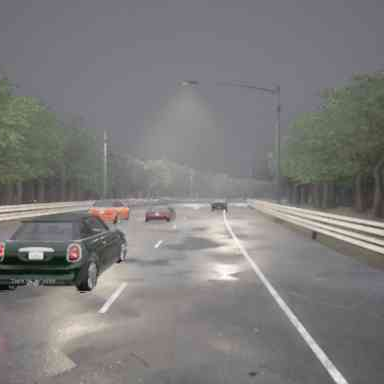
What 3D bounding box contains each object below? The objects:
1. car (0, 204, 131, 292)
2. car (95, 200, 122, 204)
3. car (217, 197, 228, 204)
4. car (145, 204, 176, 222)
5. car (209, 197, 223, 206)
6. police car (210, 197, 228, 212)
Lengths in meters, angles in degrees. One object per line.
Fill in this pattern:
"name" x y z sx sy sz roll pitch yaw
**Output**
"car" -3.239 1.362 9.132 2.097 1.767 4.553 0 0 1
"car" -6.047 1.397 24.878 2.097 1.767 4.553 0 0 3
"car" 6.867 1.875 73.485 1.994 1.385 4.181 0 -1 11
"car" -2.433 1.614 26.493 1.994 1.385 4.181 0 0 4
"car" 4.316 1.701 58.579 2.128 1.511 4.902 0 -1 9
"police car" 3.365 1.518 40.467 1.930 1.638 5.238 0 0 6
